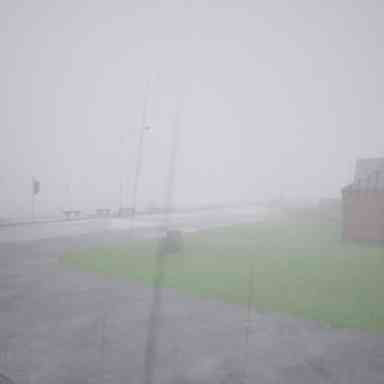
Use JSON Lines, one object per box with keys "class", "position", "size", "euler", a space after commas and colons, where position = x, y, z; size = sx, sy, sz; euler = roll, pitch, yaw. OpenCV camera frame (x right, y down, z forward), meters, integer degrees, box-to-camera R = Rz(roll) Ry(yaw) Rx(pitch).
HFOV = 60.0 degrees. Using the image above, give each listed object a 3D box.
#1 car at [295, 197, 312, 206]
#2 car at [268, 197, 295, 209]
{"class": "car", "position": [17.828, 1.551, 53.649], "size": [2.033, 1.411, 5.357], "euler": [0, 0, 35]}
{"class": "car", "position": [11.916, 1.509, 45.277], "size": [1.837, 1.490, 4.892], "euler": [0, 0, 36]}
